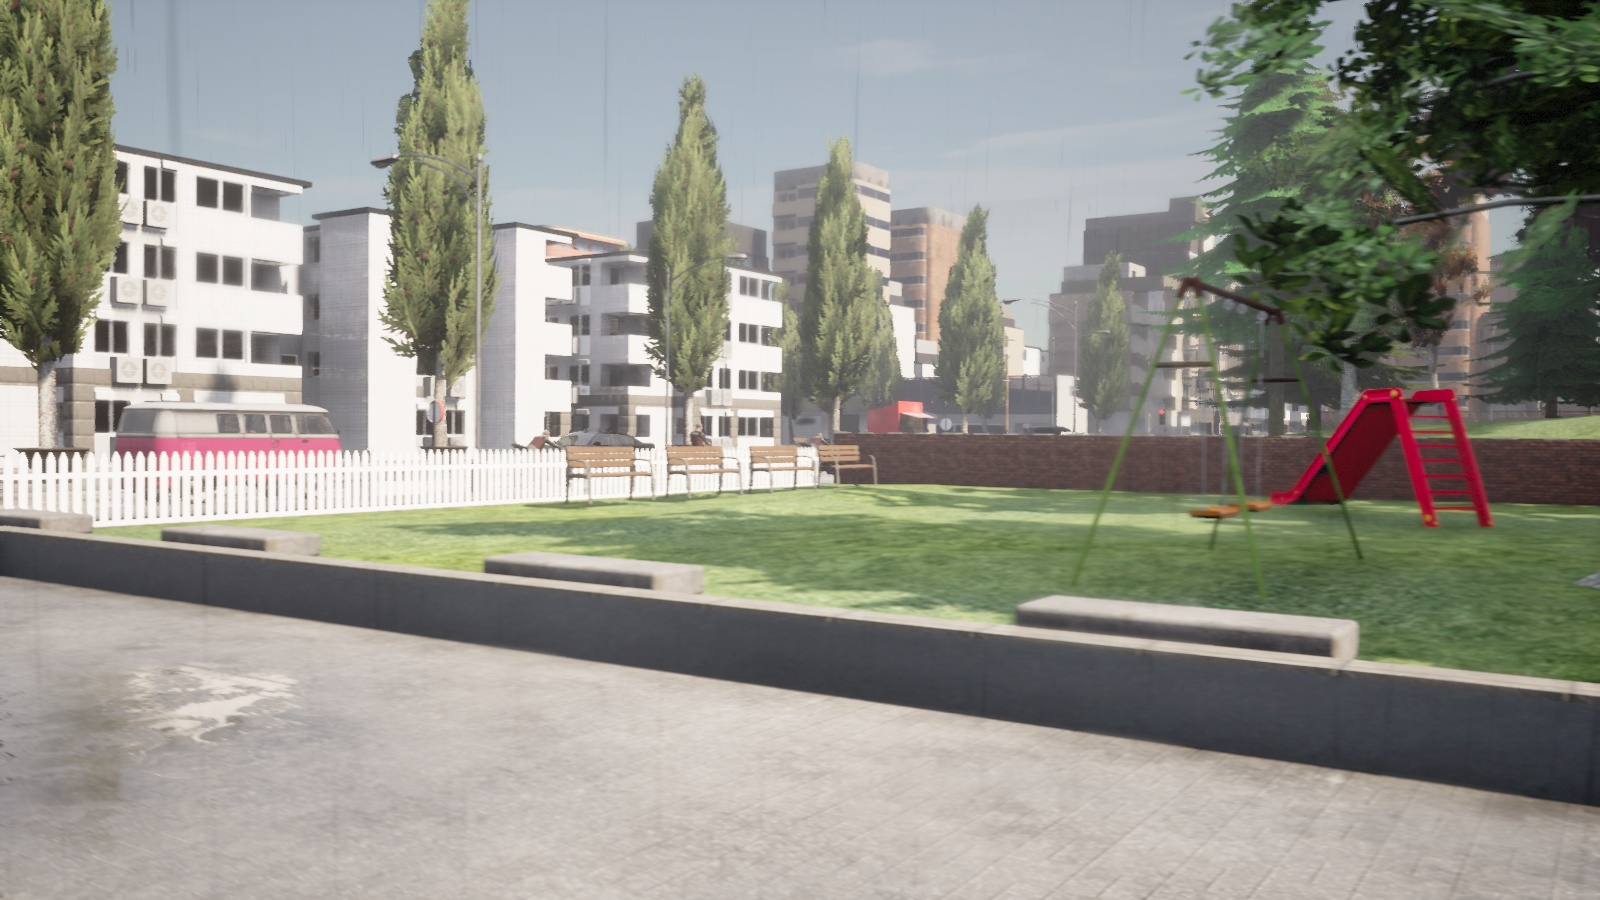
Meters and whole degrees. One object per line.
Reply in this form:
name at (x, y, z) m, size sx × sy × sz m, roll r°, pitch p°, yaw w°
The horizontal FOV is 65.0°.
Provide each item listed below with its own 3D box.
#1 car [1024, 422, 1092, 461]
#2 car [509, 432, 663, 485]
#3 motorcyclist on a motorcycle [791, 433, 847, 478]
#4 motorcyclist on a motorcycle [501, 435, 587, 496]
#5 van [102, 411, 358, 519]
car at (12.694, -0.428, 61.677) m, size 1.905 × 1.878 × 3.866 m, roll 0°, pitch 1°, yaw 34°
car at (-6.681, 0.228, 39.799) m, size 1.882 × 1.535 × 5.008 m, roll 0°, pitch 1°, yaw 34°
motorcyclist on a motorcycle at (0.671, 0.167, 43.613) m, size 0.866 × 1.530 × 2.191 m, roll 0°, pitch 1°, yaw 34°
motorcyclist on a motorcycle at (-6.637, 0.382, 32.659) m, size 0.866 × 1.530 × 2.191 m, roll 0°, pitch 1°, yaw 34°
van at (-11.423, 0.241, 25.491) m, size 1.775 × 1.987 × 4.442 m, roll 0°, pitch 1°, yaw 33°
